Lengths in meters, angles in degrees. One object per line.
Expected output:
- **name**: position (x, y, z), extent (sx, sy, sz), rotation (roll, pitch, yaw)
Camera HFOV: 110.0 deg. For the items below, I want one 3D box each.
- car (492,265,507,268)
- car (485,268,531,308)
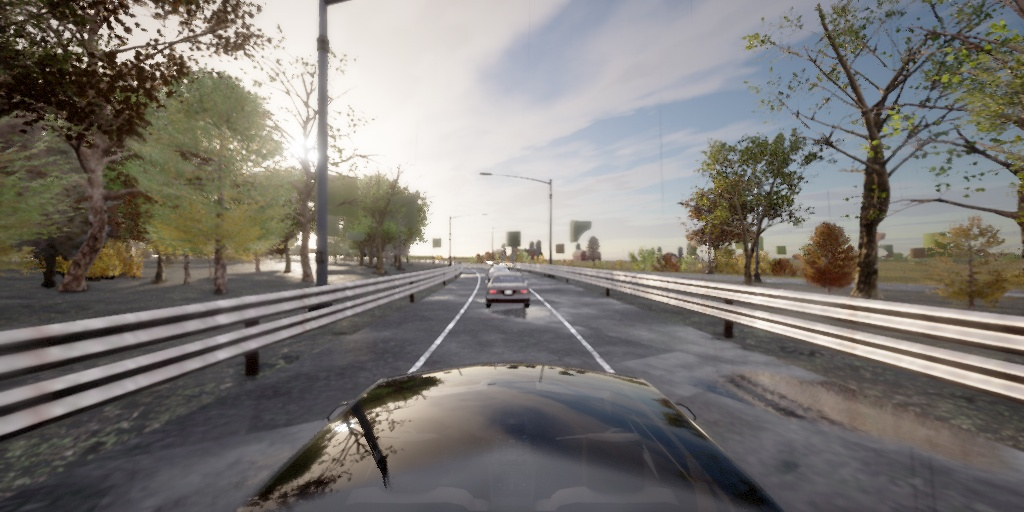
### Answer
- **car**: position (-1.101, 1.539, 31.391), extent (1.812, 1.442, 4.674), rotation (0, 0, -4)
- **car**: position (-0.221, 1.427, 15.958), extent (2.033, 1.411, 5.357), rotation (0, 0, -2)
